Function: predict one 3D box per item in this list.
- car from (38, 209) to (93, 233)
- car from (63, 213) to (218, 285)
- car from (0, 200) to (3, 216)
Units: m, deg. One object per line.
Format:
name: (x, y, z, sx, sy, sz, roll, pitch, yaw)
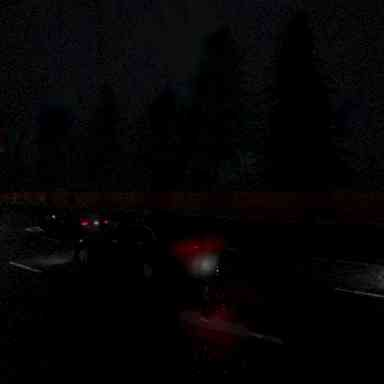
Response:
car: (-6.772, 1.660, 18.867, 5.357, 1.411, 2.033, 0, 0, 43)
car: (-1.533, 1.565, 9.771, 4.892, 1.490, 1.837, 0, 0, 39)
car: (-20.984, 1.419, 33.964, 2.150, 2.045, 5.566, 0, 0, -41)
